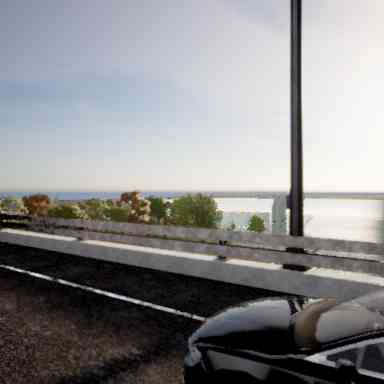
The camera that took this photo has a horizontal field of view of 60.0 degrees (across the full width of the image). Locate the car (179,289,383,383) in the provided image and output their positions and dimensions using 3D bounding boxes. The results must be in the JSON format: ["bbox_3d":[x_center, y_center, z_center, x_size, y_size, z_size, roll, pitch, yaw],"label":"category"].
[{"bbox_3d":[2.130,1.492,2.481,4.902,1.511,2.128,0,0,36],"label":"car"}]
